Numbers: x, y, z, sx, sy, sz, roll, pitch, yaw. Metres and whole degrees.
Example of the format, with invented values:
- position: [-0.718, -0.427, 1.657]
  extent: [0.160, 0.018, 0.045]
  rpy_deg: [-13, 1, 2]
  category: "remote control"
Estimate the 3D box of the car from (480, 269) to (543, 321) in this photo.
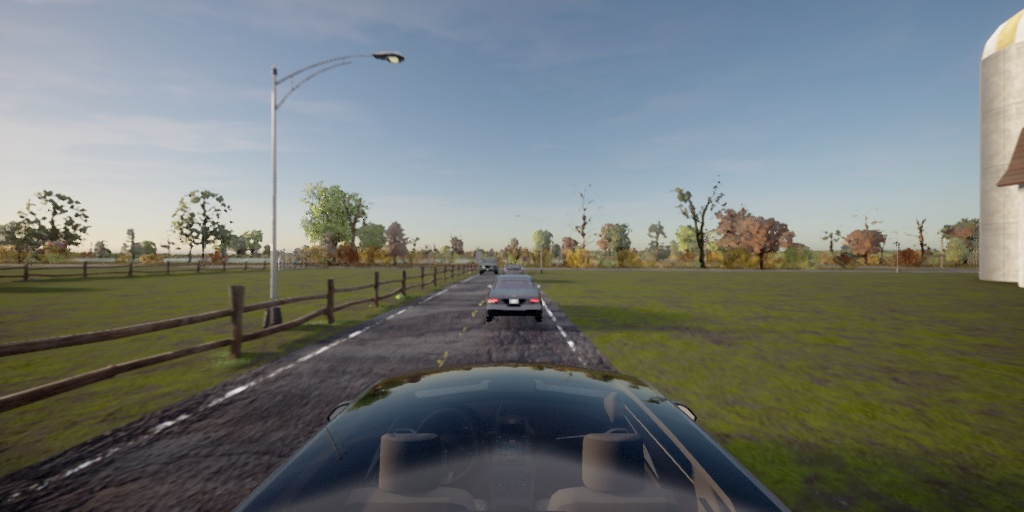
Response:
- position: [0.072, 1.375, 12.863]
  extent: [2.033, 1.411, 5.357]
  rpy_deg: [0, 0, 0]
  category: "car"

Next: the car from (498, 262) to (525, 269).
- position: [0.104, 1.438, 32.269]
  extent: [2.128, 1.511, 4.902]
  rpy_deg: [0, 0, 0]
  category: "car"

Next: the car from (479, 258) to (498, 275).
- position: [-2.807, 1.233, 44.063]
  extent: [2.150, 2.045, 5.566]
  rpy_deg: [0, 0, 0]
  category: "car"
